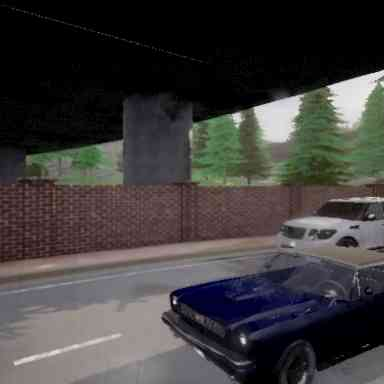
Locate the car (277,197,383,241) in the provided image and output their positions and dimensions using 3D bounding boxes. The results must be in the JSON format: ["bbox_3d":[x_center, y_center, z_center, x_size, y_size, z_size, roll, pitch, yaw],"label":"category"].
[{"bbox_3d":[5.503,1.191,11.061,5.566,2.045,2.150,0,0,-25],"label":"car"}]

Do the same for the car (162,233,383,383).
[{"bbox_3d":[1.965,1.588,5.117,4.718,1.301,1.895,0,0,-32],"label":"car"}]
